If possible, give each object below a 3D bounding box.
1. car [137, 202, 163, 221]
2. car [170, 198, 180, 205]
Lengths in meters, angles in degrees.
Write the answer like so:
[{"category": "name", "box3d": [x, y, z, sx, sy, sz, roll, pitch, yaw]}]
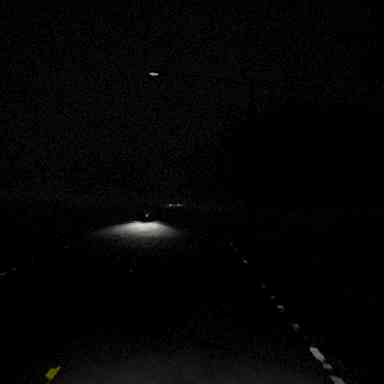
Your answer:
[{"category": "car", "box3d": [-3.604, 1.636, 29.115, 2.128, 1.511, 4.902, 0, 0, 0]}, {"category": "car", "box3d": [-3.563, 2.021, 71.564, 1.812, 1.442, 4.674, 0, -1, 0]}]
